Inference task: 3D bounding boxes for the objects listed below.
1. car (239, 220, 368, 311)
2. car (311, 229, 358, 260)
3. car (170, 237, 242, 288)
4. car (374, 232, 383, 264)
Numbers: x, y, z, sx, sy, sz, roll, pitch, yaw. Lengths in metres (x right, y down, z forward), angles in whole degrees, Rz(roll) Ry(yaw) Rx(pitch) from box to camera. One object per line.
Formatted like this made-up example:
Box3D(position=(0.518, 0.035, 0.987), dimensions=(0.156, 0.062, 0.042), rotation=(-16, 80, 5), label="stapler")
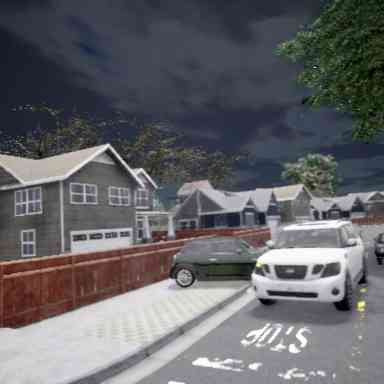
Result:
Box3D(position=(3.692, 1.917, 9.806), dimensions=(2.150, 2.045, 5.566), rotation=(-8, -7, 33), label="car")
Box3D(position=(8.097, 2.867, 18.690), dimensions=(1.895, 1.301, 4.718), rotation=(-7, -6, 28), label="car")
Box3D(position=(1.526, 2.455, 12.434), dimensions=(4.553, 1.767, 2.097), rotation=(-5, -6, 16), label="car")
Box3D(position=(9.394, 2.431, 15.172), dimensions=(1.895, 1.301, 4.718), rotation=(-7, -6, 28), label="car")
